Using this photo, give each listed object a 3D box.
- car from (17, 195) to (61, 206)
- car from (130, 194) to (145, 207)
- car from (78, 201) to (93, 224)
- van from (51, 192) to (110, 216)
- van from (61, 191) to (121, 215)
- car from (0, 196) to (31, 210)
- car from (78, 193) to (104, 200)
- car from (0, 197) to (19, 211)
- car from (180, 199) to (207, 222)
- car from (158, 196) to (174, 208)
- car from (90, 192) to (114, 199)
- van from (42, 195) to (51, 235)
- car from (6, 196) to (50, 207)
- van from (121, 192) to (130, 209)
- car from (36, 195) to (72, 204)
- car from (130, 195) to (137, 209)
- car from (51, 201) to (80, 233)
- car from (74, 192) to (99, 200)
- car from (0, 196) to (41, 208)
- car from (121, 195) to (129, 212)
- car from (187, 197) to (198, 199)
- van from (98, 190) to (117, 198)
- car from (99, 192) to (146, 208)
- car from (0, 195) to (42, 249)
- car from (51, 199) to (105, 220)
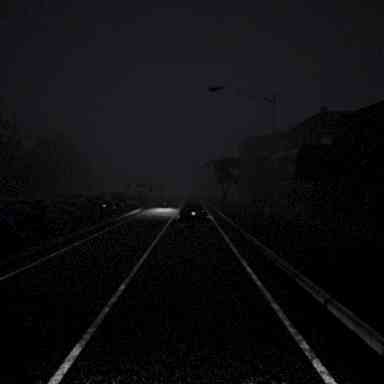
[{"bbox_3d":[-21.884,1.190,47.664,5.366,1.575,1.946,0,1,0],"label":"car"},{"bbox_3d":[-8.794,1.261,40.197,5.366,1.575,1.946,0,1,0],"label":"car"},{"bbox_3d":[-8.951,1.470,20.568,4.674,1.452,2.002,0,0,0],"label":"car"},{"bbox_3d":[-9.078,1.167,26.177,4.442,1.987,1.878,0,0,0],"label":"van"},{"bbox_3d":[-8.848,1.145,28.979,4.442,1.987,1.878,0,1,0],"label":"van"},{"bbox_3d":[-22.064,1.273,39.338,5.008,1.535,2.097,0,1,0],"label":"car"},{"bbox_3d":[-22.109,0.956,72.643,5.008,1.535,2.097,0,1,0],"label":"car"},{"bbox_3d":[-22.060,1.299,36.562,5.008,1.535,2.097,0,1,0],"label":"car"},{"bbox_3d":[0.101,1.452,24.996,1.994,1.385,4.181,0,0,0],"label":"car"},{"bbox_3d":[-3.334,1.239,43.413,2.128,1.511,4.902,0,1,0],"label":"car"},{"bbox_3d":[-21.928,0.878,80.967,5.366,1.575,1.946,0,1,0],"label":"car"},{"bbox_3d":[-9.063,1.227,14.956,4.442,1.987,1.878,0,0,0],"label":"van"},{"bbox_3d":[-22.095,1.249,44.889,4.792,1.488,2.163,0,1,0],"label":"car"},{"bbox_3d":[-9.089,1.092,34.589,4.442,1.987,1.878,0,1,0],"label":"van"},{"bbox_3d":[-22.048,1.169,53.216,4.792,1.488,2.163,0,1,0],"label":"car"},{"bbox_3d":[-8.979,1.331,37.394,4.674,1.452,2.002,0,1,0],"label":"car"},{"bbox_3d":[-8.956,1.443,17.765,4.892,1.521,2.231,0,0,0],"label":"car"},{"bbox_3d":[-22.130,0.856,69.867,4.553,1.767,2.185,0,1,0],"label":"car"},{"bbox_3d":[-22.068,1.247,42.113,4.892,1.521,2.231,0,1,0],"label":"car"},{"bbox_3d":[-8.963,1.345,31.788,5.008,1.535,2.097,0,1,0],"label":"car"},{"bbox_3d":[0.102,1.311,41.596,2.033,1.411,5.357,0,1,0],"label":"car"},{"bbox_3d":[-22.004,0.607,86.516,4.442,1.987,1.878,0,1,0],"label":"van"},{"bbox_3d":[-8.955,0.986,42.998,5.566,2.045,2.435,0,1,0],"label":"car"},{"bbox_3d":[-8.914,1.207,12.156,5.566,2.045,2.435,0,0,0],"label":"car"},{"bbox_3d":[-8.987,1.444,23.376,4.792,1.488,2.163,0,0,0],"label":"car"}]
